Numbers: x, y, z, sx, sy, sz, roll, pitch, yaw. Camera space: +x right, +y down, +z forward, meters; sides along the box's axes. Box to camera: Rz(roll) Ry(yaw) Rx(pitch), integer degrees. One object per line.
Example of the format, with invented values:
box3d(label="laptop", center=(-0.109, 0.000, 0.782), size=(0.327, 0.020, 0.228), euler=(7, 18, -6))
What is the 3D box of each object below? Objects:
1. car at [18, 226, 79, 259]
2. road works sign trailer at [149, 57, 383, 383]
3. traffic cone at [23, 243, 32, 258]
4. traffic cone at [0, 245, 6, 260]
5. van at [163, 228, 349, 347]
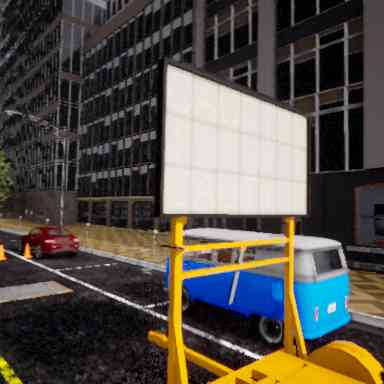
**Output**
box3d(label="car", center=(-6.601, 2.201, 15.271), size=(1.802, 1.307, 4.206), euler=(4, -4, -42))
box3d(label="road works sign trailer", center=(0.426, 0.666, 3.636), size=(2.380, 3.560, 2.880), euler=(4, -4, -42))
box3d(label="traffic cone", center=(-7.083, 2.511, 14.316), size=(0.340, 0.580, 0.340), euler=(-1, -2, 43))
box3d(label="traffic cone", center=(-7.817, 2.470, 13.663), size=(0.340, 0.580, 0.340), euler=(4, -4, -42))
box3d(label="van", center=(1.063, 1.715, 6.864), size=(1.690, 1.788, 3.998), euler=(4, -4, -42))
